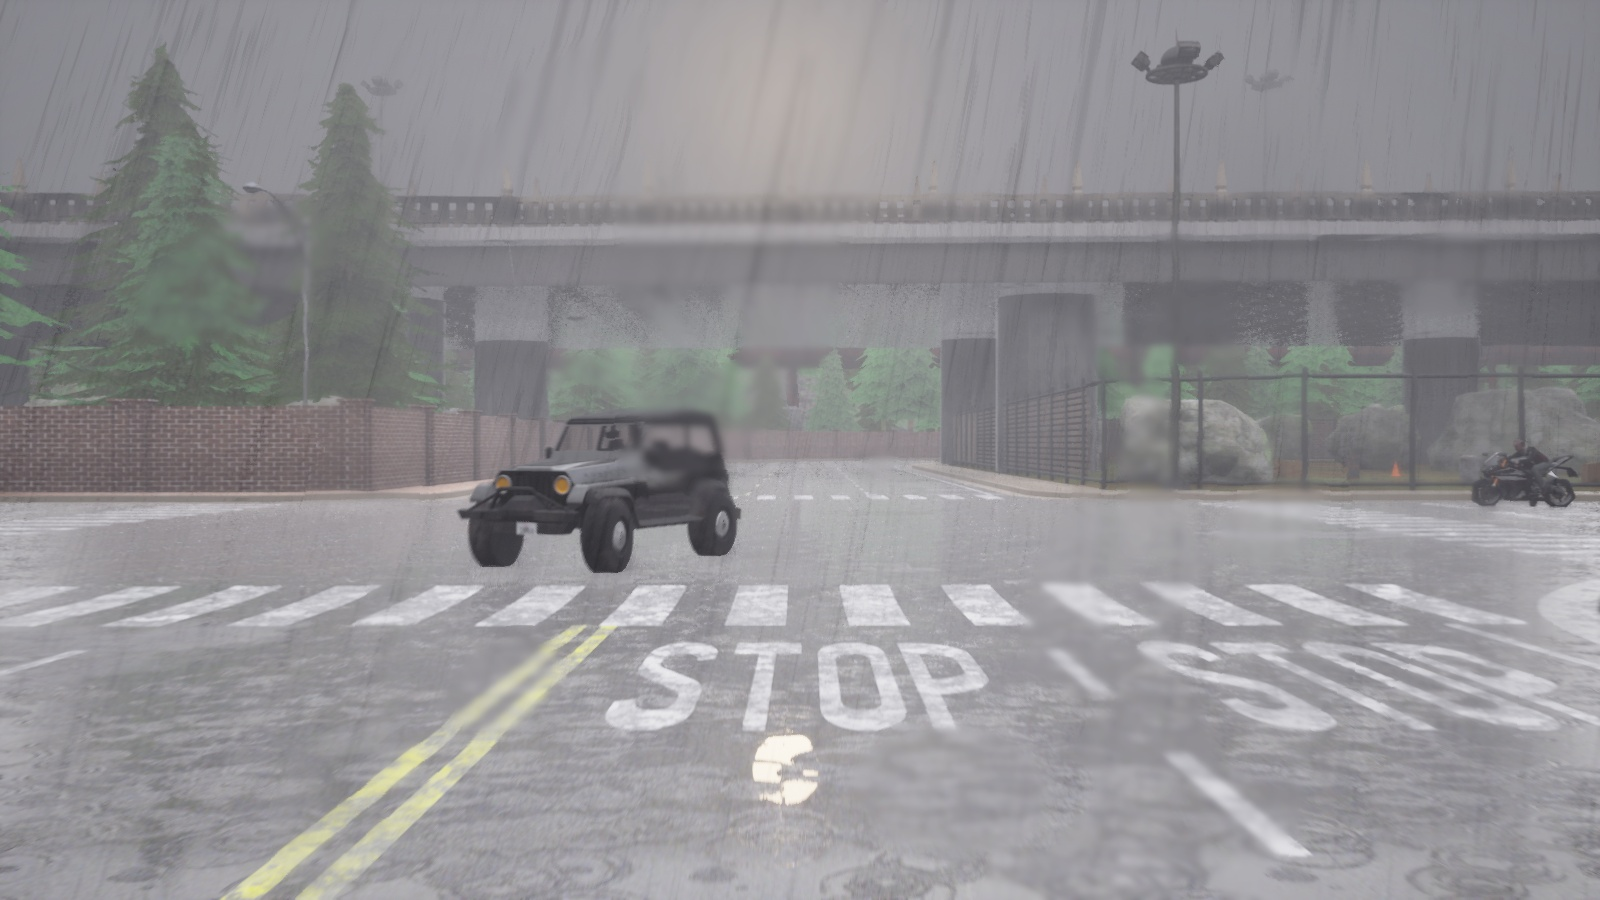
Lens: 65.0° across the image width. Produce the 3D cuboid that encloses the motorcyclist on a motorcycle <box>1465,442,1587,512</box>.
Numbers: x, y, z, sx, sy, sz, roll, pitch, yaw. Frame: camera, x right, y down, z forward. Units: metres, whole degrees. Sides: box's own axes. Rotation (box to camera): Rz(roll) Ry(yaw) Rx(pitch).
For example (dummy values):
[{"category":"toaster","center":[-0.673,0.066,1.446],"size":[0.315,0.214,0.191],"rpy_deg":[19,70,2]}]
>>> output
[{"category":"motorcyclist on a motorcycle","center":[16.068,0.582,27.813],"size":[2.191,1.530,0.866],"rpy_deg":[0,0,0]}]

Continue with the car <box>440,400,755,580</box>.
[{"category":"car","center":[-2.295,0.406,15.274],"size":[1.905,1.878,3.866],"rpy_deg":[0,0,26]}]
